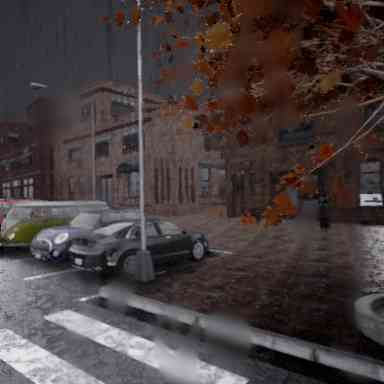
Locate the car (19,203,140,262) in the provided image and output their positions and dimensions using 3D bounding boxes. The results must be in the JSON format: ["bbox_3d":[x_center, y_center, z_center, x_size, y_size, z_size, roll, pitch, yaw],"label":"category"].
[{"bbox_3d":[-3.507,1.459,12.397,2.185,1.767,4.553,-1,0,40],"label":"car"}]

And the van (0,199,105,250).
[{"bbox_3d":[-5.709,1.377,14.064,1.878,1.987,4.442,-1,0,40],"label":"van"}]

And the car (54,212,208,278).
[{"bbox_3d":[-1.426,1.565,10.591,2.231,1.521,4.892,-1,0,40],"label":"car"}]
